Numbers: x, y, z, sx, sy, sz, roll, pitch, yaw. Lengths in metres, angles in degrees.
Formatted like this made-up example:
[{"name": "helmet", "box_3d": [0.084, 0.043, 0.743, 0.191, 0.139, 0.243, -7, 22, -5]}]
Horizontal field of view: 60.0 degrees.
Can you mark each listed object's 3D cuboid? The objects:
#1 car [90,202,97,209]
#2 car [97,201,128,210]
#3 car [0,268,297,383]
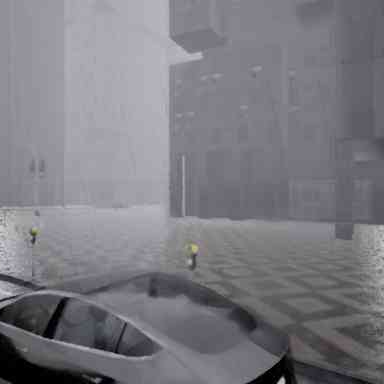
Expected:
[{"name": "car", "box_3d": [-16.086, 2.316, 59.787, 2.128, 1.511, 4.902, 0, -1, 36]}, {"name": "car", "box_3d": [-13.416, 2.307, 57.963, 2.128, 1.511, 4.902, 0, -1, 36]}, {"name": "car", "box_3d": [-1.053, 1.568, 3.716, 4.313, 1.339, 1.947, 0, 0, 35]}]
